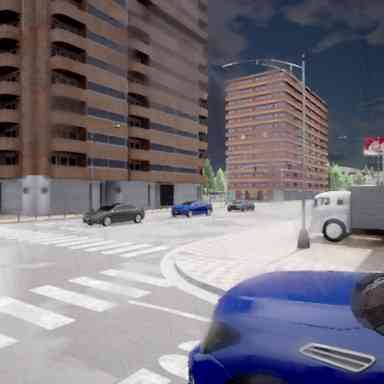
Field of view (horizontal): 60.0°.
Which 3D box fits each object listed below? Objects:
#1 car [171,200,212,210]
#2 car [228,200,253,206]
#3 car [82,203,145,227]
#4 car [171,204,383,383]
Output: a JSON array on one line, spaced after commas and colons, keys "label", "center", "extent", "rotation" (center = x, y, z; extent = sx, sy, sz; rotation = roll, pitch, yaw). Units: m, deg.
[{"label": "car", "center": [0.054, 1.525, 31.313], "extent": [1.882, 1.535, 5.008], "rotation": [0, 0, 36]}, {"label": "car", "center": [5.863, 1.611, 39.431], "extent": [1.994, 1.385, 4.181], "rotation": [0, 0, 36]}, {"label": "car", "center": [-5.428, 1.552, 23.585], "extent": [1.837, 1.490, 4.892], "rotation": [0, 0, 35]}, {"label": "car", "center": [2.624, 1.224, 2.110], "extent": [5.566, 2.045, 2.150], "rotation": [0, 0, 35]}]
